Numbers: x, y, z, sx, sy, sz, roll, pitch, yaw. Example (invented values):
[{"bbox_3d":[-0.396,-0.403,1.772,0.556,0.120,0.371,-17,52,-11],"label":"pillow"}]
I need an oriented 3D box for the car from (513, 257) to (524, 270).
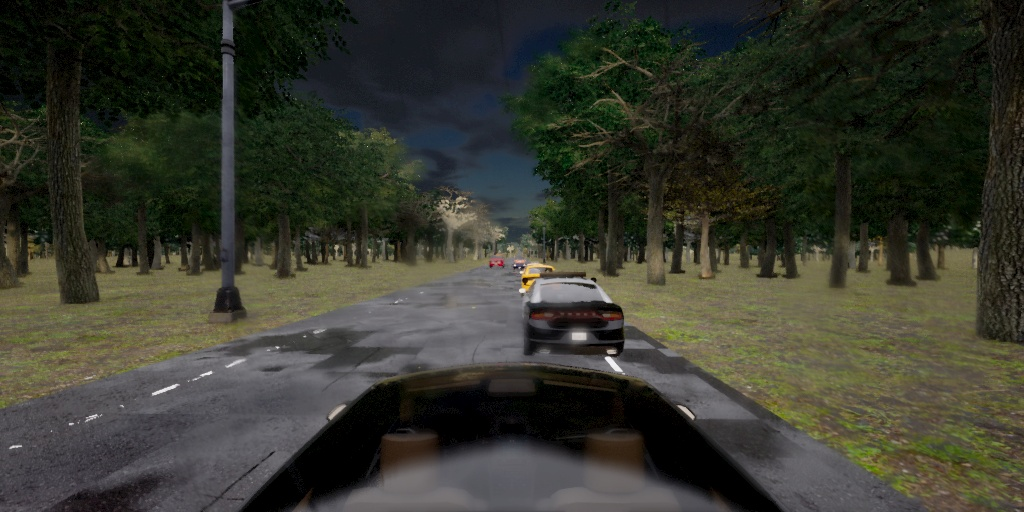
[{"bbox_3d":[1.091,1.228,48.582,1.895,1.301,4.718,0,0,2],"label":"car"}]

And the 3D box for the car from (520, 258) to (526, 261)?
[{"bbox_3d":[1.571,1.171,24.797,1.801,1.575,5.366,0,0,1],"label":"car"}]

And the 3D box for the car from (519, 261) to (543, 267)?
[{"bbox_3d":[1.432,1.208,18.609,1.882,1.535,5.008,0,0,1],"label":"car"}]

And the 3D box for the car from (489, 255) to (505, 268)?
[{"bbox_3d":[-2.297,0.816,55.058,2.150,2.045,5.566,0,0,1],"label":"car"}]

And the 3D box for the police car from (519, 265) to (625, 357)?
[{"bbox_3d":[1.209,1.170,8.719,1.930,1.638,5.238,0,0,1],"label":"police car"}]
